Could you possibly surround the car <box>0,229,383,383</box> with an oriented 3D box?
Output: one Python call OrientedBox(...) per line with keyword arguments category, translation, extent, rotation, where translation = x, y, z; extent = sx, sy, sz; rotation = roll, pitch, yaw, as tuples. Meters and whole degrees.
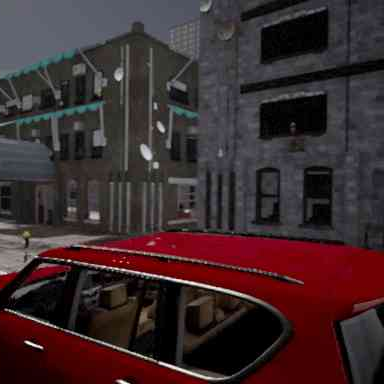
OrientedBox(category="car", translation=(-0.544, 1.321, 3.199), extent=(5.009, 1.841, 2.192), rotation=(0, 1, 36))
